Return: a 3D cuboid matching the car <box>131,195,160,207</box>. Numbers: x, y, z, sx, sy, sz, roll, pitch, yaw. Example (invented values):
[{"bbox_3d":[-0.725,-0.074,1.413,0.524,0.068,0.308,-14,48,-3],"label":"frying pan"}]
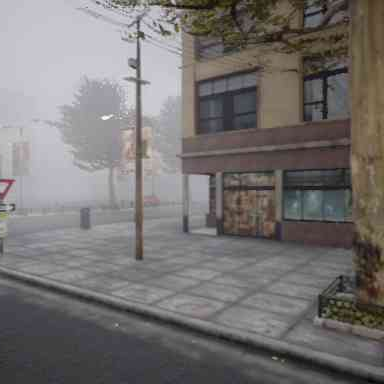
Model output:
[{"bbox_3d":[-6.622,1.279,47.542,2.097,1.767,4.553,0,0,37],"label":"car"}]
